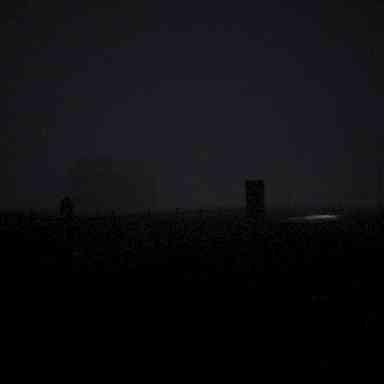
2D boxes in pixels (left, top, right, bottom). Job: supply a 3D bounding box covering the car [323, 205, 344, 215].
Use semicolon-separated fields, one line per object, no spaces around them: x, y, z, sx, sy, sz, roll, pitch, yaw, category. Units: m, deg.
19.499;2.441;45.937;1.895;1.301;4.718;-2;-2;35;car
